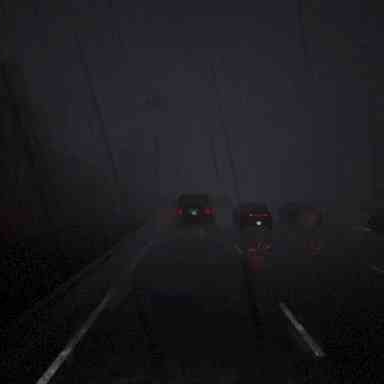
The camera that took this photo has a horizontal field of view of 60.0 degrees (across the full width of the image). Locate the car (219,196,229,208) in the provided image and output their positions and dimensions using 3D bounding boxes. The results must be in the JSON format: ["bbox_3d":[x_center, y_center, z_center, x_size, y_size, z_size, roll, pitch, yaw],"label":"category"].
[{"bbox_3d":[3.617,1.260,39.603,2.128,1.511,4.902,0,0,0],"label":"car"}]

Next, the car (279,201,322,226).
[{"bbox_3d":[7.110,1.374,22.381,1.837,1.490,4.892,0,0,0],"label":"car"}]

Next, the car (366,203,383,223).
[{"bbox_3d":[14.110,1.468,22.818,1.895,1.301,4.718,0,0,0],"label":"car"}]

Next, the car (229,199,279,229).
[{"bbox_3d":[3.609,1.388,20.366,1.837,1.490,4.892,0,1,0],"label":"car"}]

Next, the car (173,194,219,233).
[{"bbox_3d":[0.109,1.110,19.111,2.150,2.045,5.566,0,0,0],"label":"car"}]

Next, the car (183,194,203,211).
[{"bbox_3d":[0.117,1.127,38.497,2.097,1.767,4.553,0,0,0],"label":"car"}]

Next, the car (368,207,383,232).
[{"bbox_3d":[10.609,1.468,16.467,1.994,1.385,4.181,0,0,0],"label":"car"}]
